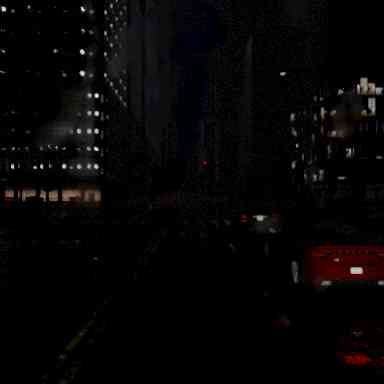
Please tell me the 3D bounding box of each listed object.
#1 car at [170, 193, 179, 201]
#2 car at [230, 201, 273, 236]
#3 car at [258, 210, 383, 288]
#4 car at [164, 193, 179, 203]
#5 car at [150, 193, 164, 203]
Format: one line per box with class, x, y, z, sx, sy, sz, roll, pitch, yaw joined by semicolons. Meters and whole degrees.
car;-4.278;1.246;81.778;2.097;1.767;4.553;0;0;-1
car;3.349;1.339;18.426;2.097;1.767;4.553;0;0;0
car;3.351;1.472;9.249;1.882;1.535;5.008;0;0;0
car;-4.020;1.399;66.277;1.882;1.535;5.008;0;0;-1
car;-7.269;1.422;66.221;1.837;1.490;4.892;0;0;-1
